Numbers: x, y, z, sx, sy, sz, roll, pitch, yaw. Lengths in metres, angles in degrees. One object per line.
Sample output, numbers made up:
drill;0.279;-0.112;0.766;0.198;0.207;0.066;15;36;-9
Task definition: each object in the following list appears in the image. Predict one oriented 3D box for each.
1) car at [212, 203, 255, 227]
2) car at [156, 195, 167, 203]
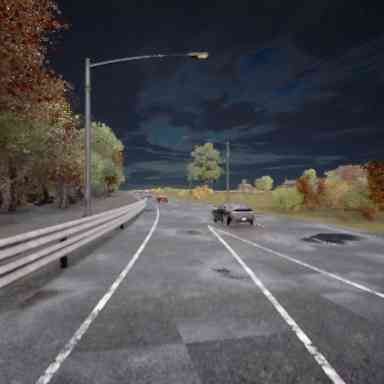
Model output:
car;2.716;1.475;22.777;2.128;1.511;4.902;0;0;-12
car;-5.988;1.307;65.305;1.882;1.535;5.008;0;0;-12
